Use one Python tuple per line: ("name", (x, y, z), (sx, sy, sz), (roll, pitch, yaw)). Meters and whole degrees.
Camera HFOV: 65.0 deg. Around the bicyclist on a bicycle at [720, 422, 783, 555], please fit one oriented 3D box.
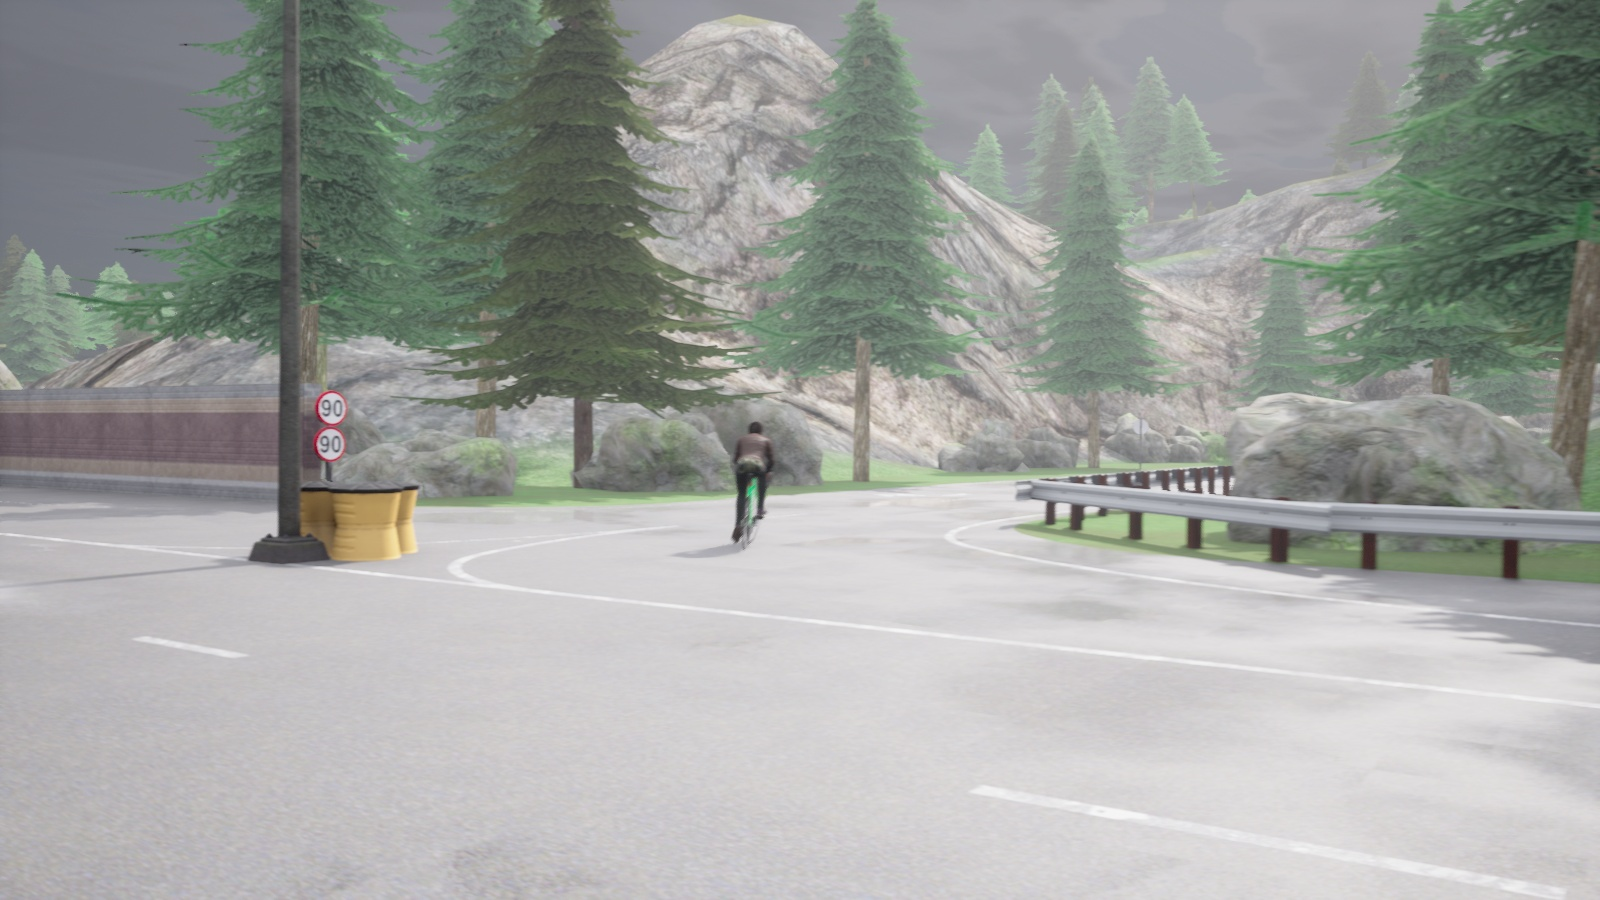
("bicyclist on a bicycle", (-0.605, 0.467, 16.254), (0.582, 1.620, 1.656), (2, 1, 4))
